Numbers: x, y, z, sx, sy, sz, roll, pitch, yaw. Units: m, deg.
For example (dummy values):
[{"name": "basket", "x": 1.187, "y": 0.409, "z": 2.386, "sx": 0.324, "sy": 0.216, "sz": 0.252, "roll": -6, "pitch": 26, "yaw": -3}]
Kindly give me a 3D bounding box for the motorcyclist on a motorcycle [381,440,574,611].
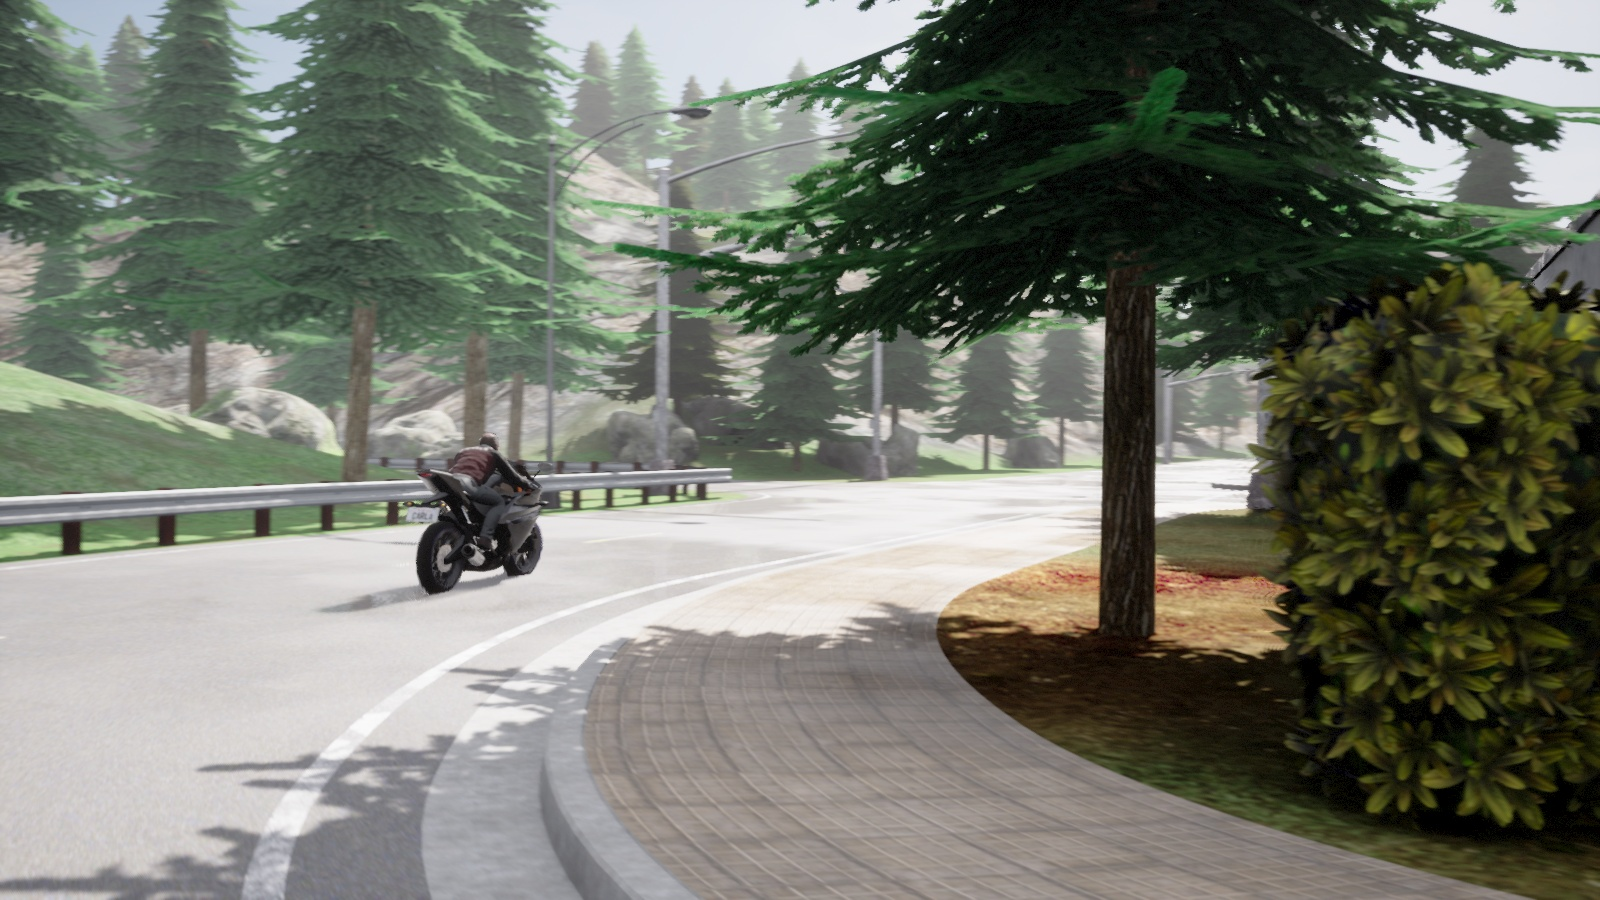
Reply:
[{"name": "motorcyclist on a motorcycle", "x": -3.125, "y": 0.668, "z": 12.460, "sx": 0.866, "sy": 1.530, "sz": 2.191, "roll": 0, "pitch": 1, "yaw": 16}]
